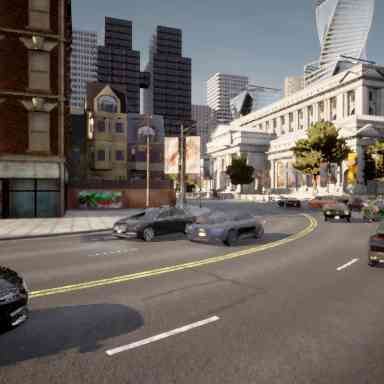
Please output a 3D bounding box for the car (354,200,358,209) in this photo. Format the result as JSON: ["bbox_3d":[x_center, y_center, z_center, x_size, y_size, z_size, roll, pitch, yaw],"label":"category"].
[{"bbox_3d":[19.943,1.497,38.519,2.002,1.452,4.674,0,0,1],"label":"car"}]

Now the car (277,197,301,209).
[{"bbox_3d":[13.092,1.445,45.299,1.882,1.535,5.008,0,0,-5],"label":"car"}]

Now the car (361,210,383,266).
[{"bbox_3d":[7.040,1.499,10.752,1.837,1.490,4.892,1,0,39],"label":"car"}]

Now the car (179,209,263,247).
[{"bbox_3d":[1.615,1.552,15.243,1.994,1.385,4.181,0,0,37],"label":"car"}]

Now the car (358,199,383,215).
[{"bbox_3d":[14.737,1.338,25.972,2.097,1.767,4.553,0,0,17],"label":"car"}]

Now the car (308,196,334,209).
[{"bbox_3d":[16.723,1.323,42.846,2.097,1.767,4.553,0,0,-2],"label":"car"}]

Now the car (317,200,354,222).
[{"bbox_3d":[11.386,1.584,26.678,1.895,1.301,4.718,0,0,17],"label":"car"}]

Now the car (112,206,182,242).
[{"bbox_3d":[-1.705,1.489,16.578,1.837,1.490,4.892,1,1,38],"label":"car"}]

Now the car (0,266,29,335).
[{"bbox_3d":[-4.878,1.486,4.357,4.902,1.511,2.128,0,0,-32],"label":"car"}]
